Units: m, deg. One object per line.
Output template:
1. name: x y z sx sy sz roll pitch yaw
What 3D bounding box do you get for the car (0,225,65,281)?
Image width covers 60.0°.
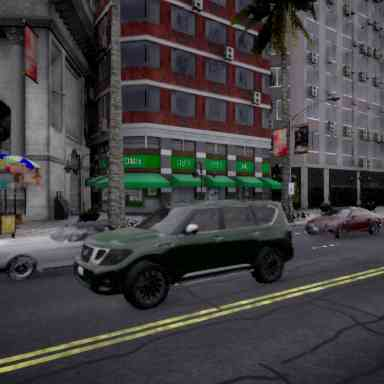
1. car: -3.521 1.601 9.996 4.718 1.301 1.895 0 0 -33

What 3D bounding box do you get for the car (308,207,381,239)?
1. car: 7.999 1.526 17.444 4.674 1.442 1.812 0 0 -32

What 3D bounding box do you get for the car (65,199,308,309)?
1. car: 0.085 1.222 8.183 5.566 2.045 2.150 0 0 -33
